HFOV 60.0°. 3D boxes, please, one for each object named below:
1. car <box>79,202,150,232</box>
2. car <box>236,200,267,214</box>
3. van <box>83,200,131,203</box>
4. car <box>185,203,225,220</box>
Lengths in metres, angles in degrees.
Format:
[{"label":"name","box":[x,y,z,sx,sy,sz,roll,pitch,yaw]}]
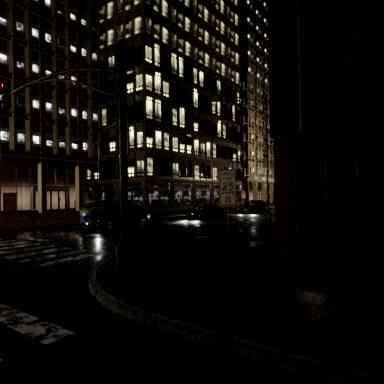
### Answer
[{"label":"car","box":[-4.675,1.571,20.993,1.837,1.490,4.892,-1,-1,33]},{"label":"car","box":[7.088,1.631,37.281,1.812,1.442,4.674,-1,-1,36]},{"label":"van","box":[-6.017,1.460,23.528,1.690,1.788,3.998,-2,-1,36]},{"label":"car","box":[1.188,1.649,29.095,1.994,1.385,4.181,-1,-1,36]}]
